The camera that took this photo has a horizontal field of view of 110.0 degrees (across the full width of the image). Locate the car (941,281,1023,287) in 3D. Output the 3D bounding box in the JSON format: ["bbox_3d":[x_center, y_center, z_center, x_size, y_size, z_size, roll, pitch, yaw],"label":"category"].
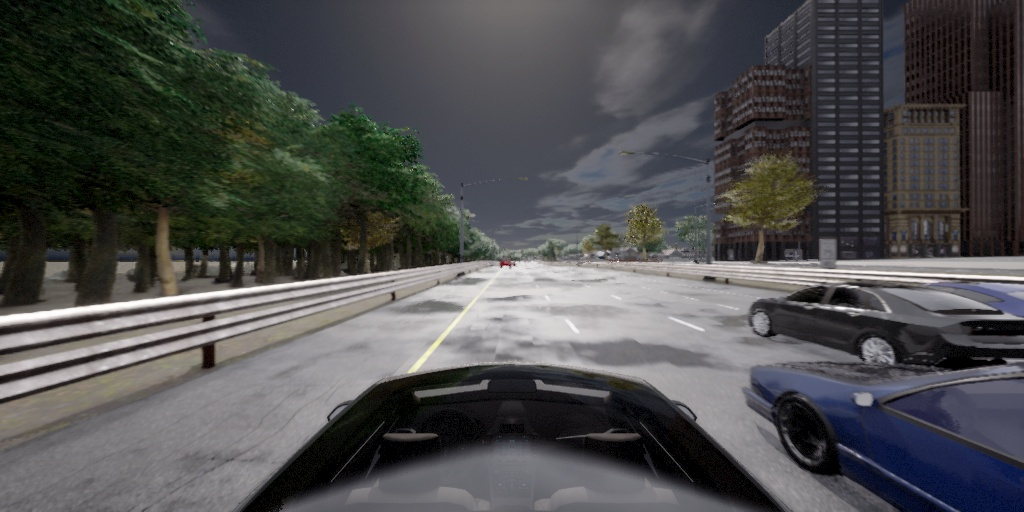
[{"bbox_3d":[10.601,1.313,8.489,1.812,1.442,4.674,0,0,0],"label":"car"}]

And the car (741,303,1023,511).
[{"bbox_3d":[3.601,1.296,1.716,2.033,1.411,5.357,0,0,0],"label":"car"}]

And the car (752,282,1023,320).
[{"bbox_3d":[7.102,1.287,7.474,1.837,1.490,4.892,0,0,0],"label":"car"}]
